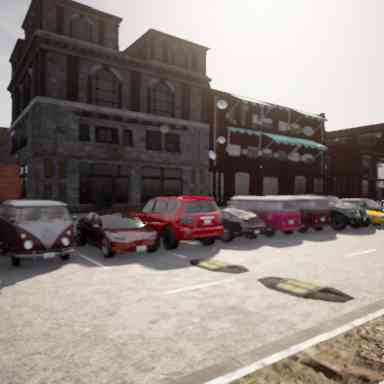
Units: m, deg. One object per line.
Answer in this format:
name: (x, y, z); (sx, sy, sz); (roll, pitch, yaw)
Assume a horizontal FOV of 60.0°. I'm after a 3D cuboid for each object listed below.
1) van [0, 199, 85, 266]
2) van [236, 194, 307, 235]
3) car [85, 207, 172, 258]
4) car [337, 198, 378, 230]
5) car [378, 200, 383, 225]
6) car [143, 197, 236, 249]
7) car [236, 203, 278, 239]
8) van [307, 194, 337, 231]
van: (-5.407, 1.255, 11.447); (1.878, 1.987, 4.442); (0, 0, -35)
van: (3.636, 1.236, 18.130); (1.878, 1.987, 4.442); (0, 0, -35)
car: (-3.085, 1.508, 13.197); (2.163, 1.488, 4.792); (0, 0, -35)
car: (8.251, 1.189, 21.222); (2.435, 2.045, 5.566); (0, 0, -35)
car: (10.611, 1.426, 22.708); (1.946, 1.575, 5.366); (0, 0, -35)
car: (-0.951, 1.224, 14.774); (2.435, 2.045, 5.566); (0, 0, -35)
car: (1.438, 1.470, 16.421); (2.231, 1.521, 4.892); (0, 0, -35)
van: (5.802, 1.227, 19.664); (1.878, 1.987, 4.442); (0, 0, -35)
